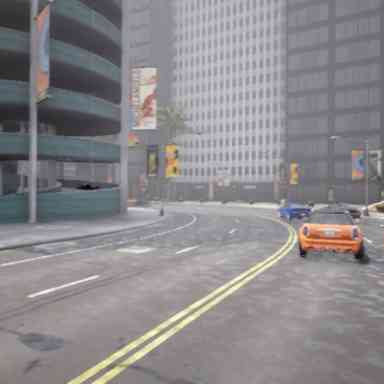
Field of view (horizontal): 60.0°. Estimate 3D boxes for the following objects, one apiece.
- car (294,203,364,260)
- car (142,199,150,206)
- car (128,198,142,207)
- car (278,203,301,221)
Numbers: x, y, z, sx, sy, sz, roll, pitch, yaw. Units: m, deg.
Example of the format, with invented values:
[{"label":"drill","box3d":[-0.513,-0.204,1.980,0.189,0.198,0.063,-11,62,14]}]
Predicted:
[{"label":"car","box3d":[5.526,1.454,13.243,2.097,1.767,4.553,0,0,23]},{"label":"car","box3d":[-9.694,1.724,59.913,4.674,1.442,1.812,0,-1,38]},{"label":"car","box3d":[-11.331,1.649,56.744,5.008,1.535,1.882,0,-1,38]},{"label":"car","box3d":[8.986,1.680,29.212,1.882,1.535,5.008,1,0,1]}]
